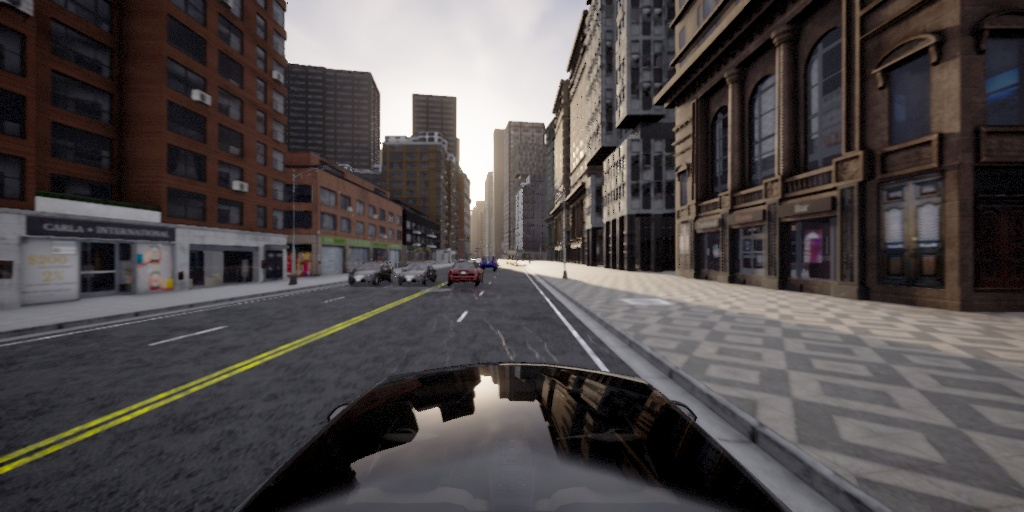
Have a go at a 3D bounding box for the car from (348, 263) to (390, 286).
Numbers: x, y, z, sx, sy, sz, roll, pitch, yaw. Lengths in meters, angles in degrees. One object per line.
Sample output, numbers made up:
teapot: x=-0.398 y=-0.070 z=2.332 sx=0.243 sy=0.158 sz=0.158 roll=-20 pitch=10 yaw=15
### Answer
car: x=-9.848 y=1.245 z=25.426 sx=2.128 sy=1.511 sz=4.902 roll=0 pitch=0 yaw=0

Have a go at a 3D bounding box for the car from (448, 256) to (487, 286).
car: x=-3.152 y=1.104 z=25.408 sx=2.097 sy=1.767 sz=4.553 roll=0 pitch=0 yaw=0

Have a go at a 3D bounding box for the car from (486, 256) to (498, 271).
car: x=-3.154 y=0.984 z=50.007 sx=2.150 sy=2.045 sz=5.566 roll=0 pitch=0 yaw=0

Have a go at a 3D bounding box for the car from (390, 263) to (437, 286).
car: x=-6.597 y=1.245 z=25.445 sx=2.128 sy=1.511 sz=4.902 roll=0 pitch=0 yaw=0
